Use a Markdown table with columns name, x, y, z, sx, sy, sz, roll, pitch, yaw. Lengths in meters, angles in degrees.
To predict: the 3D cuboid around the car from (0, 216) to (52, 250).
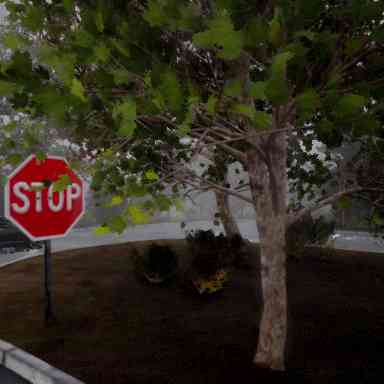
| name | x | y | z | sx | sy | sz | roll | pitch | yaw |
| --- | --- | --- | --- | --- | --- | --- | --- | --- | --- |
| car | -7.945 | 1.617 | 12.923 | 1.837 | 1.490 | 4.892 | -1 | -2 | 36 |
